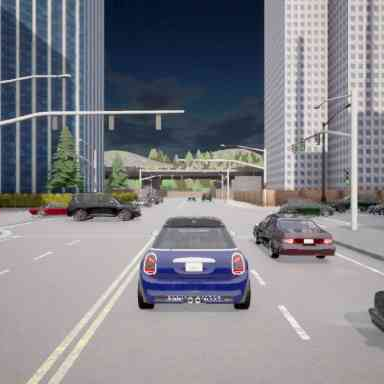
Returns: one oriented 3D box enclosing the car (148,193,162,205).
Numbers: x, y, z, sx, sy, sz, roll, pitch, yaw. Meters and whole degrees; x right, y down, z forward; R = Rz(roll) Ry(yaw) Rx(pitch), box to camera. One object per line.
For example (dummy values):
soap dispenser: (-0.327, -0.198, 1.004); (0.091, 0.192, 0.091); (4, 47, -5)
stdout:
car: (-7.122, 1.221, 59.653); (2.150, 2.045, 5.566); (0, 0, 0)

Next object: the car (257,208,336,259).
car: (3.599, 1.547, 12.648); (2.033, 1.411, 5.357); (0, 0, 1)

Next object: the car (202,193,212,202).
car: (3.435, 1.202, 77.740); (2.150, 2.045, 5.566); (0, 0, 0)

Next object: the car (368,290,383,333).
car: (3.599, 1.547, 2.580); (2.033, 1.411, 5.357); (0, 0, 0)

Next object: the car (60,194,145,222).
car: (-6.760, 1.218, 25.673); (5.566, 2.045, 2.150); (0, 0, -1)

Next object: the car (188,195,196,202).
car: (-0.065, 1.501, 77.708); (1.812, 1.442, 4.674); (0, 0, 0)

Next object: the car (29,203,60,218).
car: (-11.824, 1.601, 29.828); (4.718, 1.301, 1.895); (0, 0, -11)

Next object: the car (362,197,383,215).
car: (19.992, 1.526, 33.099); (4.674, 1.442, 1.812); (0, 0, 0)

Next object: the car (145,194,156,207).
car: (-7.137, 1.491, 49.786); (2.128, 1.511, 4.902); (0, 0, 0)

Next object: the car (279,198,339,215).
car: (10.071, 1.352, 29.416); (4.553, 1.767, 2.097); (0, 0, -1)

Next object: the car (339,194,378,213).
car: (17.813, 1.221, 36.631); (5.566, 2.045, 2.150); (0, 0, 0)

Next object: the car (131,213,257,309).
car: (0.053, 1.352, 8.018); (2.097, 1.767, 4.553); (0, 0, 0)
